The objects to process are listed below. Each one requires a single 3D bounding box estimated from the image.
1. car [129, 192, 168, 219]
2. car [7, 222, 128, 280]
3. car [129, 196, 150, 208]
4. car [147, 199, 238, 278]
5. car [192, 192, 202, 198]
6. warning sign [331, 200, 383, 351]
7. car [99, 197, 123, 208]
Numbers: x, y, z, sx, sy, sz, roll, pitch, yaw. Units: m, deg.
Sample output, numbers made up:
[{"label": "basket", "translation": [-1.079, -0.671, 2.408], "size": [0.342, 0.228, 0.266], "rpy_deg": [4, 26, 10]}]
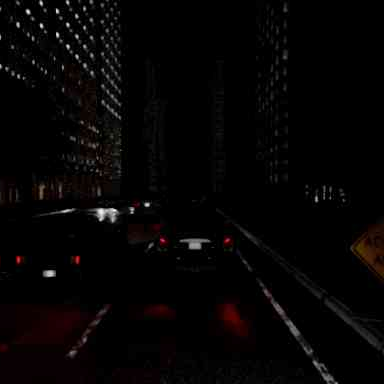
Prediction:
[{"label": "car", "translation": [-3.166, 0.984, 26.255], "size": [2.150, 2.045, 5.566], "rpy_deg": [0, 1, 0]}, {"label": "car", "translation": [-3.170, 1.512, 9.637], "size": [1.895, 1.301, 4.718], "rpy_deg": [0, 1, 0]}, {"label": "car", "translation": [-6.597, 1.183, 41.917], "size": [1.994, 1.385, 4.181], "rpy_deg": [0, 0, 0]}, {"label": "car", "translation": [0.080, 1.262, 9.973], "size": [2.097, 1.767, 4.553], "rpy_deg": [0, 1, 0]}, {"label": "car", "translation": [1.117, 0.711, 70.712], "size": [2.097, 1.767, 4.553], "rpy_deg": [0, 1, 0]}, {"label": "warning sign", "translation": [2.864, 1.072, 4.717], "size": [1.300, 1.860, 1.060], "rpy_deg": [1, 1, 0]}, {"label": "car", "translation": [-9.853, 1.231, 40.662], "size": [1.895, 1.301, 4.718], "rpy_deg": [0, 1, 0]}]
